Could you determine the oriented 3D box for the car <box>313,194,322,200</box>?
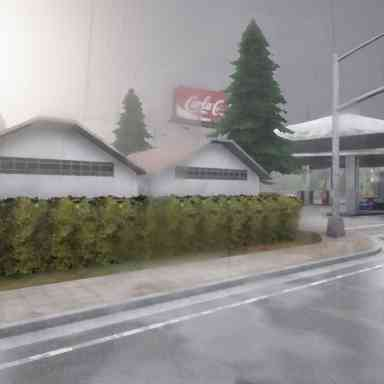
[{"bbox_3d":[32.997,1.330,89.503,2.152,1.636,5.027,0,0,-36],"label":"car"}]

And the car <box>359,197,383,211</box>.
[{"bbox_3d":[21.881,1.480,40.020,4.611,1.667,2.242,0,0,-36],"label":"car"}]
